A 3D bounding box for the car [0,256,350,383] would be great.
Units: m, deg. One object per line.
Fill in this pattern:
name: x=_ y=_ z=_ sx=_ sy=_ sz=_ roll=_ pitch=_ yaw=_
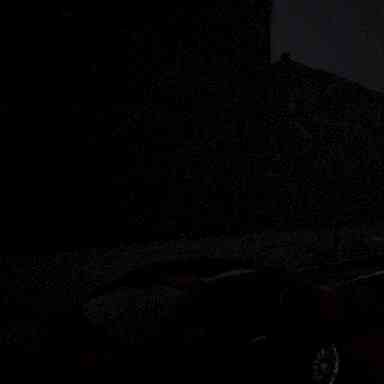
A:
car: x=-0.115 y=1.525 z=3.606 sx=4.674 sy=1.442 sz=1.812 roll=0 pitch=0 yaw=-36
